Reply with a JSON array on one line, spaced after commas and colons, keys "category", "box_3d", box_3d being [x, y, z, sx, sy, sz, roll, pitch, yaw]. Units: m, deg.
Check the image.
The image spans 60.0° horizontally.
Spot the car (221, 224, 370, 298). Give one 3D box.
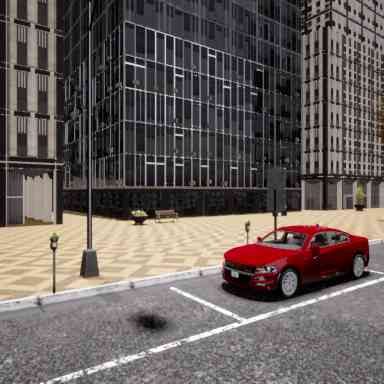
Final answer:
[{"category": "car", "box_3d": [2.764, 1.545, 8.512, 4.507, 1.381, 1.887, 0, 0, -35]}]
